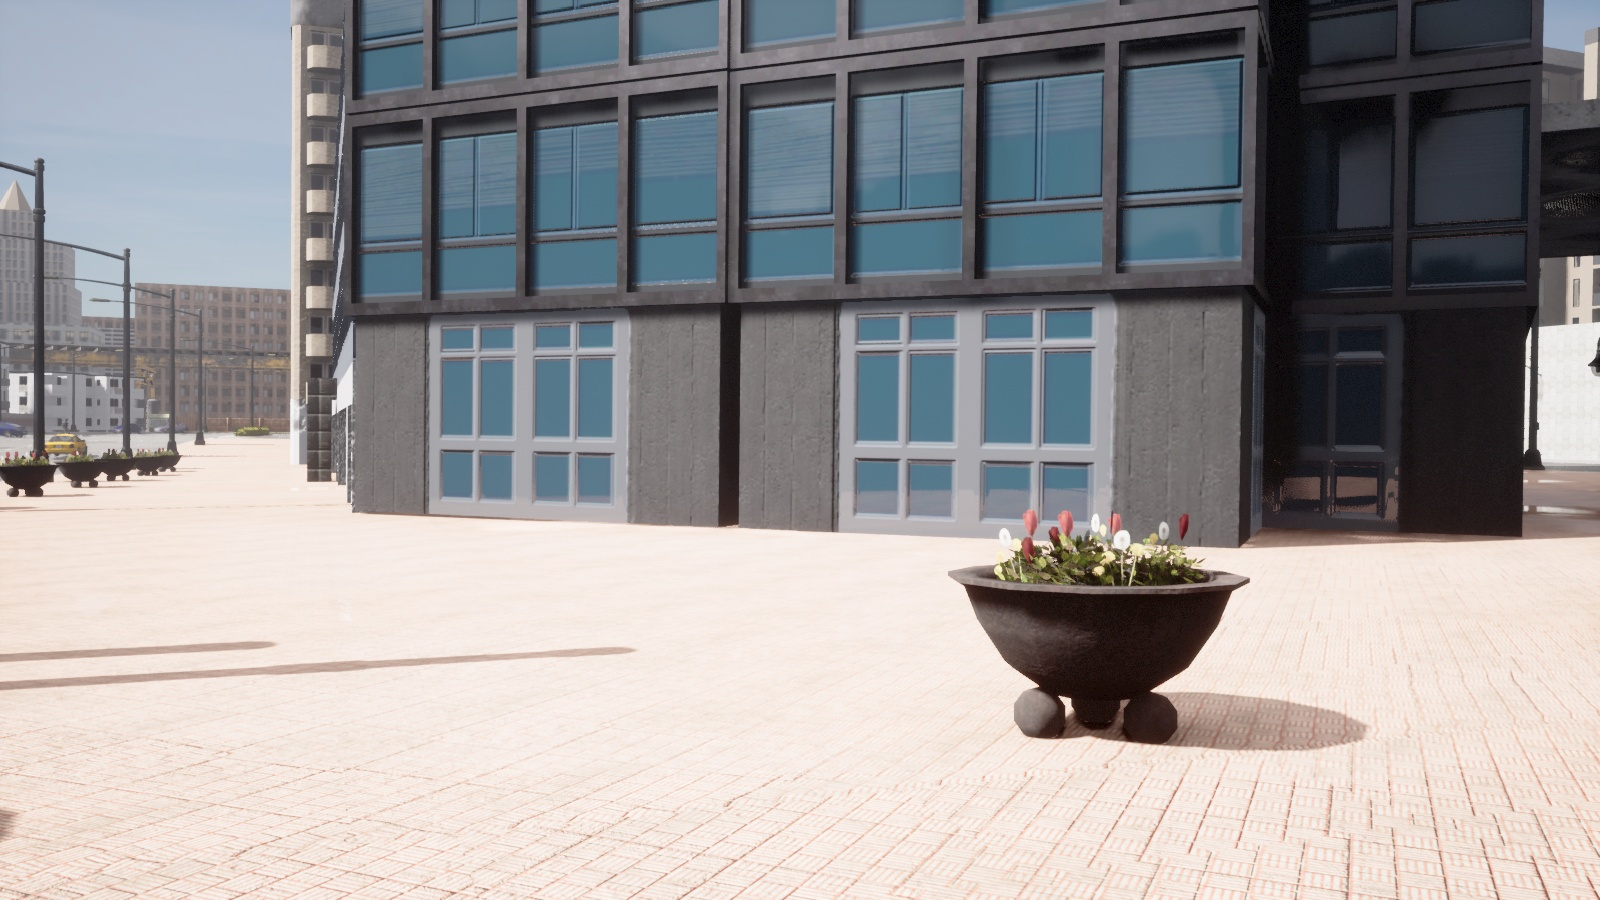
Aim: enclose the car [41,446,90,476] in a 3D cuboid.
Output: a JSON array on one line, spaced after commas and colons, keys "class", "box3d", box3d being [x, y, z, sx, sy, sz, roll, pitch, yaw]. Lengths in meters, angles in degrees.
[{"class": "car", "box3d": [-45.638, 0.643, 78.096, 1.801, 1.575, 5.366, -1, 2, -21]}]
